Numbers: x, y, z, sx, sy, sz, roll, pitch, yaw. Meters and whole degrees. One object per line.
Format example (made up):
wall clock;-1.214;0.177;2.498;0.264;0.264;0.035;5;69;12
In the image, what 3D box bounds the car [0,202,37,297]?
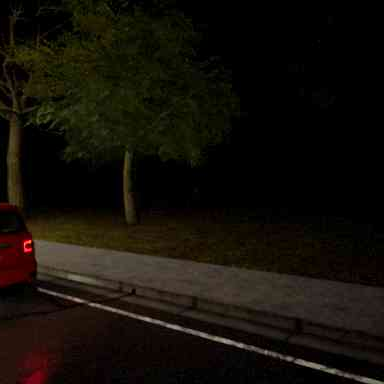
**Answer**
car;-5.726;1.220;7.299;5.566;2.045;2.150;0;0;34
